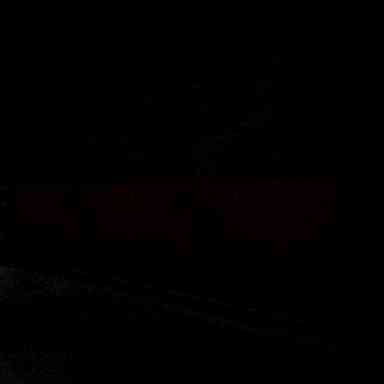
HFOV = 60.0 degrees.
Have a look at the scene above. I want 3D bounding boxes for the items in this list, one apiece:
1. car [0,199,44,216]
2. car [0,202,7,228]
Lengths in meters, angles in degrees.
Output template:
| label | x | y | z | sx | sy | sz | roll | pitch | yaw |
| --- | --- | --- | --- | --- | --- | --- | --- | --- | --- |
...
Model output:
| label | x | y | z | sx | sy | sz | roll | pitch | yaw |
| --- | --- | --- | --- | --- | --- | --- | --- | --- | --- |
| car | -17.530 | 1.507 | 32.974 | 1.882 | 1.535 | 5.008 | 0 | 0 | 35 |
| car | -13.920 | 1.241 | 20.245 | 2.150 | 2.045 | 5.566 | -1 | -1 | 32 |
